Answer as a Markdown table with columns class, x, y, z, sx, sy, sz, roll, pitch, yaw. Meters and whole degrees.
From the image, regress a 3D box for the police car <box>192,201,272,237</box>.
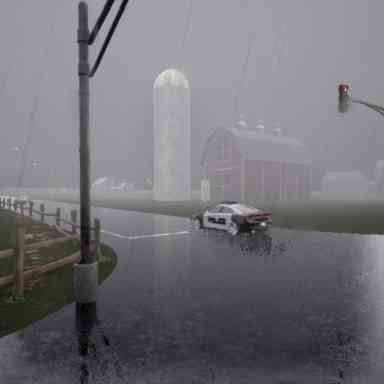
| class | x | y | z | sx | sy | sz | roll | pitch | yaw |
| --- | --- | --- | --- | --- | --- | --- | --- | --- | --- |
| police car | 1.895 | 1.324 | 17.873 | 1.930 | 1.638 | 5.238 | -1 | 1 | -35 |

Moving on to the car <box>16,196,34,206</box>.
| class | x | y | z | sx | sy | sz | roll | pitch | yaw |
| --- | --- | --- | --- | --- | --- | --- | --- | --- | --- |
| car | -24.915 | 1.233 | 49.496 | 2.033 | 1.411 | 5.357 | -1 | 1 | -35 |
